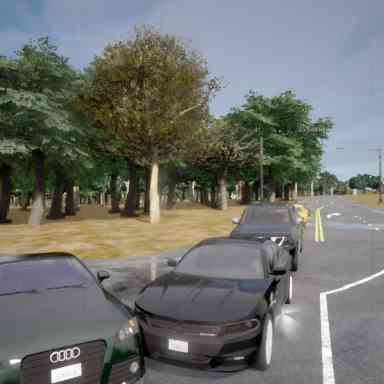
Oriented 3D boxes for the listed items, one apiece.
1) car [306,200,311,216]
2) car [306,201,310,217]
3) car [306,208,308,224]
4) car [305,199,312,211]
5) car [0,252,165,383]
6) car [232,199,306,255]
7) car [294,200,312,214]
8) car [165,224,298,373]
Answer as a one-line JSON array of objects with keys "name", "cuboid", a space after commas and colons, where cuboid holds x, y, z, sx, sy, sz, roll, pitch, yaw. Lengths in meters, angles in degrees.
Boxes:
[{"name": "car", "cuboid": [9.342, 1.723, 29.515, 1.812, 1.442, 4.674, -1, 0, 21]}, {"name": "car", "cuboid": [7.275, 1.662, 24.014, 1.882, 1.535, 5.008, -1, 0, 21]}, {"name": "car", "cuboid": [5.117, 1.773, 18.264, 1.895, 1.301, 4.718, -1, 0, 21]}, {"name": "car", "cuboid": [11.378, 1.561, 34.887, 2.097, 1.767, 4.553, -1, 0, 21]}, {"name": "car", "cuboid": [-2.297, 1.643, 4.933, 1.994, 1.385, 4.181, 1, -2, -33]}, {"name": "car", "cuboid": [2.881, 1.459, 12.363, 2.150, 2.045, 5.566, -2, 0, 21]}, {"name": "car", "cuboid": [13.382, 1.745, 40.094, 1.812, 1.442, 4.674, -1, 0, 21]}, {"name": "car", "cuboid": [0.751, 1.612, 6.226, 1.882, 1.535, 5.008, -1, -2, 21]}]
